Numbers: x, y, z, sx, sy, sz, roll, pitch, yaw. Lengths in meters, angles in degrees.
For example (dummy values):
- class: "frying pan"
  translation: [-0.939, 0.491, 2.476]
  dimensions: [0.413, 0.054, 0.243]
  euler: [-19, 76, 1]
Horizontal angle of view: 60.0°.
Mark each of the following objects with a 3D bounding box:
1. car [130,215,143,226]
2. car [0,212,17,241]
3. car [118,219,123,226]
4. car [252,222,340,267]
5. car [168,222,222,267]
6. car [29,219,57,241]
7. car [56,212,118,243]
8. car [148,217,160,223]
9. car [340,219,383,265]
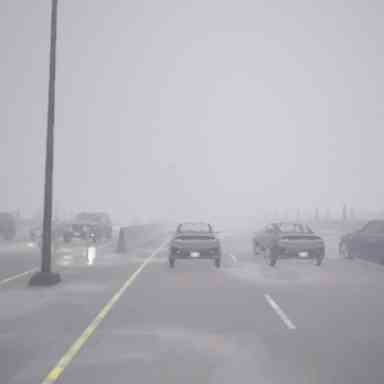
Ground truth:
- class: "car"
  translation: [-11.140, 5.734, 67.333]
  dimensions: [2.150, 2.045, 5.566]
  euler: [0, -4, -5]
- class: "car"
  translation: [-14.098, 2.361, 22.459]
  dimensions: [2.150, 2.045, 5.566]
  euler: [0, -5, 0]
- class: "car"
  translation: [-14.233, 5.764, 62.604]
  dimensions: [1.895, 1.301, 4.718]
  euler: [0, -4, -3]
- class: "car"
  translation: [3.599, 1.952, 13.162]
  dimensions: [2.128, 1.511, 4.902]
  euler: [0, -4, 0]
- class: "car"
  translation: [0.099, 1.951, 13.150]
  dimensions: [2.128, 1.511, 4.902]
  euler: [0, -4, 0]
- class: "car"
  translation: [-10.595, 2.849, 25.371]
  dimensions: [2.128, 1.511, 4.902]
  euler: [0, -4, 0]
- class: "car"
  translation: [-7.099, 2.420, 23.267]
  dimensions: [2.150, 2.045, 5.566]
  euler: [0, -4, 0]
- class: "car"
  translation: [-7.332, 5.599, 63.709]
  dimensions: [2.097, 1.767, 4.553]
  euler: [0, -4, -3]
- class: "car"
  translation: [7.099, 1.736, 11.867]
  dimensions: [2.097, 1.767, 4.553]
  euler: [0, -3, 0]
